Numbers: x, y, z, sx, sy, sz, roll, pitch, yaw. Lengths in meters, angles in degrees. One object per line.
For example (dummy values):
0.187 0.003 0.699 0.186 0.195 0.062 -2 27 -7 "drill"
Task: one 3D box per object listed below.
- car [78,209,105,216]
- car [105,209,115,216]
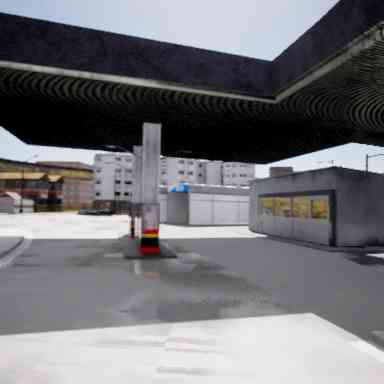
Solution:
-19.400 3.910 62.935 4.181 1.385 1.994 3 -3 -37 "car"
-18.361 4.183 67.850 4.718 1.301 1.895 3 -3 -34 "car"
